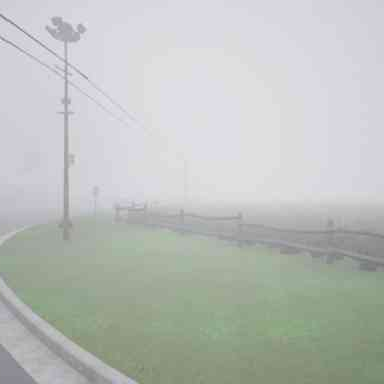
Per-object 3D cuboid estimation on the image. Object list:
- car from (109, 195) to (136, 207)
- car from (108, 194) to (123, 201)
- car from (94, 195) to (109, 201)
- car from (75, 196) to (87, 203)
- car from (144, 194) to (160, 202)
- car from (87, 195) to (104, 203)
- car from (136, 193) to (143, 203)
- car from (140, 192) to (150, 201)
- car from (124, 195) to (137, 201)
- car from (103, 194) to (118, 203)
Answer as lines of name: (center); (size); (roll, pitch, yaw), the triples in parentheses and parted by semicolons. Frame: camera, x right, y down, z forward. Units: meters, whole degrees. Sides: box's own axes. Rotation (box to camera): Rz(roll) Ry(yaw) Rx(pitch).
car: (-10.380, 1.546, 49.859); (1.994, 1.385, 4.181); (0, 0, 6)
car: (-17.857, 1.282, 78.191); (1.882, 1.535, 5.008); (0, 0, 6)
car: (-21.332, 1.398, 78.612); (1.895, 1.301, 4.718); (0, 0, 6)
car: (-22.440, 1.481, 68.780); (1.812, 1.442, 4.674); (0, 0, 6)
car: (-8.113, 1.573, 70.879); (1.895, 1.301, 4.718); (0, 0, 6)
car: (-19.024, 1.434, 67.836); (1.882, 1.535, 5.008); (0, 0, 6)
car: (-12.068, 1.524, 67.053); (2.033, 1.411, 5.357); (0, 0, 6)
car: (-10.898, 1.032, 77.437); (2.150, 2.045, 5.566); (0, 0, 6)
car: (-14.379, 1.358, 77.799); (1.994, 1.385, 4.181); (0, 0, 6)
car: (-15.546, 1.523, 67.445); (2.033, 1.411, 5.357); (0, 0, 6)
